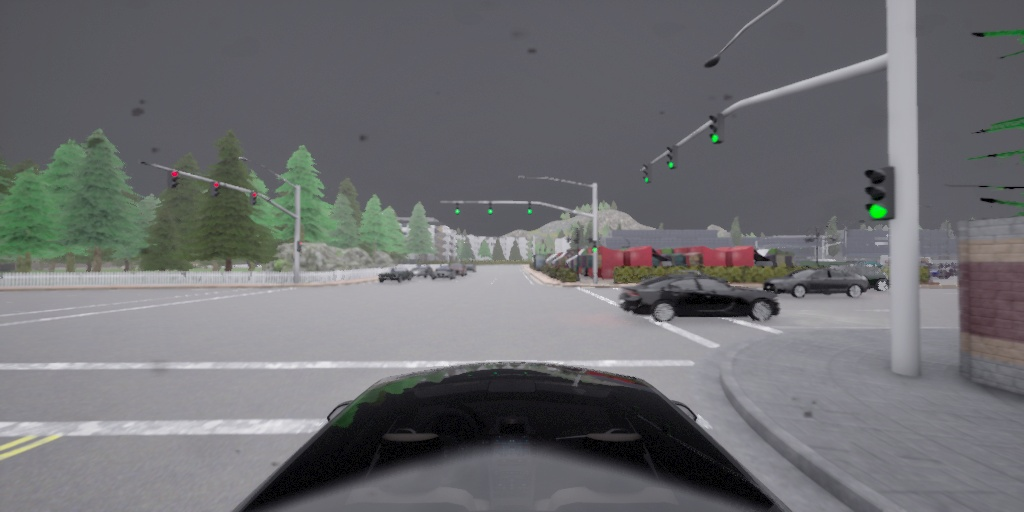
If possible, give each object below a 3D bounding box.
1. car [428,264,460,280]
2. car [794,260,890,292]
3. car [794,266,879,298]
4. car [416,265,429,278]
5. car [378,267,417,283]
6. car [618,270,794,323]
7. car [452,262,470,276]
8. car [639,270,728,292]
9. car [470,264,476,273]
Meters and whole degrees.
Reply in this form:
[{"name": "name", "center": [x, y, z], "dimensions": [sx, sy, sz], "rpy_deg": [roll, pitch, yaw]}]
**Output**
[{"name": "car", "center": [-7.092, 1.784, 37.771], "dimensions": [1.994, 1.385, 4.181], "rpy_deg": [0, -1, 0]}, {"name": "car", "center": [20.884, 1.321, 22.753], "dimensions": [4.553, 1.767, 2.097], "rpy_deg": [0, -1, 0]}, {"name": "car", "center": [16.149, 1.428, 19.218], "dimensions": [4.892, 1.490, 1.837], "rpy_deg": [0, -1, 0]}, {"name": "car", "center": [-10.595, 1.769, 42.249], "dimensions": [2.128, 1.511, 4.902], "rpy_deg": [0, -1, 0]}, {"name": "car", "center": [-10.596, 1.758, 32.928], "dimensions": [1.895, 1.301, 4.718], "rpy_deg": [0, -1, 0]}, {"name": "car", "center": [6.167, 1.355, 12.071], "dimensions": [5.008, 1.535, 1.882], "rpy_deg": [-1, -1, 0]}, {"name": "car", "center": [-7.090, 1.682, 46.233], "dimensions": [2.097, 1.767, 4.553], "rpy_deg": [0, -1, 0]}, {"name": "car", "center": [10.728, 1.569, 22.685], "dimensions": [4.718, 1.301, 1.895], "rpy_deg": [0, -1, 0]}, {"name": "car", "center": [-7.060, 2.061, 60.322], "dimensions": [2.033, 1.411, 5.357], "rpy_deg": [0, -1, 0]}]
